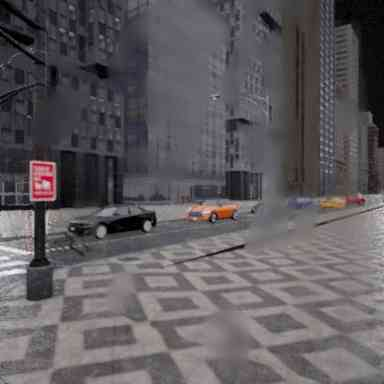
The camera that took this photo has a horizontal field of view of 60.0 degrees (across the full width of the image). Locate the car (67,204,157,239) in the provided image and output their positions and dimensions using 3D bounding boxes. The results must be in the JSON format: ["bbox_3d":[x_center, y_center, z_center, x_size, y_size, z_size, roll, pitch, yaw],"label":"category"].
[{"bbox_3d":[-3.955,1.398,17.120,1.882,1.535,5.008,0,0,36],"label":"car"}]

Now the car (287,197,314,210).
[{"bbox_3d":[13.379,1.363,40.887,1.882,1.535,5.008,0,0,38],"label":"car"}]

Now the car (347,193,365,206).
[{"bbox_3d":[25.692,1.102,52.462,2.150,2.045,5.566,0,0,36],"label":"car"}]

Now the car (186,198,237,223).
[{"bbox_3d":[1.512,1.261,24.639,2.097,1.767,4.553,0,0,36],"label":"car"}]

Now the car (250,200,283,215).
[{"bbox_3d":[7.386,1.461,32.719,1.994,1.385,4.181,0,0,36],"label":"car"}]

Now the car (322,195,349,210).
[{"bbox_3d":[17.657,1.374,41.414,1.882,1.535,5.008,0,0,36],"label":"car"}]
